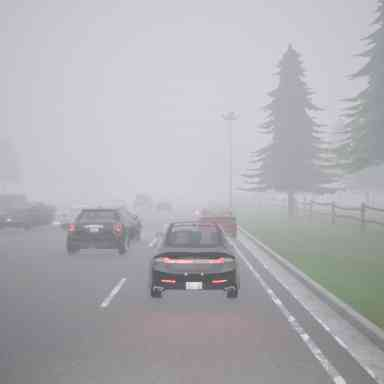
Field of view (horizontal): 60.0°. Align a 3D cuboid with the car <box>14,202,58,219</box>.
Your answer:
[{"bbox_3d":[-14.005,1.601,30.149,1.895,1.301,4.718,0,0,-2],"label":"car"}]

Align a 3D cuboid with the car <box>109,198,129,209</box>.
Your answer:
[{"bbox_3d":[-10.371,1.601,47.475,1.895,1.301,4.718,0,0,0],"label":"car"}]

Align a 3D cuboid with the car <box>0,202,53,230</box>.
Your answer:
[{"bbox_3d":[-10.386,1.564,20.979,1.994,1.385,4.181,0,0,0],"label":"car"}]

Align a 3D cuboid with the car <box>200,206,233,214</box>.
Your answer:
[{"bbox_3d":[1.236,1.478,17.821,1.882,1.535,5.008,0,0,0],"label":"car"}]

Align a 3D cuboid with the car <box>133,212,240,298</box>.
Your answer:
[{"bbox_3d":[0.057,1.492,8.480,2.128,1.511,4.902,0,0,0],"label":"car"}]

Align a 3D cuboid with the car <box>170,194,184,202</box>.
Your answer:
[{"bbox_3d":[-3.442,1.596,77.202,1.895,1.301,4.718,0,0,0],"label":"car"}]

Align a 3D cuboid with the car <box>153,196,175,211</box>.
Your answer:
[{"bbox_3d":[-3.389,1.525,41.017,1.812,1.442,4.674,0,0,0],"label":"car"}]

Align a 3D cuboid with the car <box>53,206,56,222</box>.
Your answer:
[{"bbox_3d":[-6.900,1.526,21.336,1.812,1.442,4.674,0,0,0],"label":"car"}]

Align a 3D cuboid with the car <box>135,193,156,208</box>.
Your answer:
[{"bbox_3d":[-6.871,1.221,47.695,2.150,2.045,5.566,0,0,0],"label":"car"}]

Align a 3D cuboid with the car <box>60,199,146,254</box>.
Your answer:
[{"bbox_3d":[-3.391,1.352,13.663,2.097,1.767,4.553,0,0,0],"label":"car"}]
